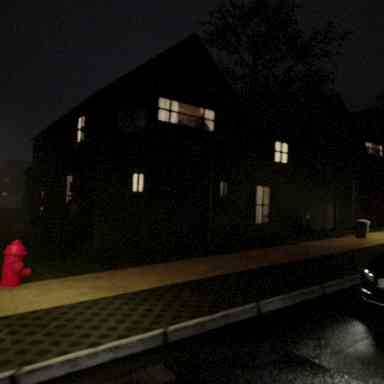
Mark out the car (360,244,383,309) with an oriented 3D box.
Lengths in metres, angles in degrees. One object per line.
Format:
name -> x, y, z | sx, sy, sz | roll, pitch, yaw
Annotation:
car -> 5.377, 1.477, 6.838 | 4.902, 1.511, 2.128 | 0, 0, -35
